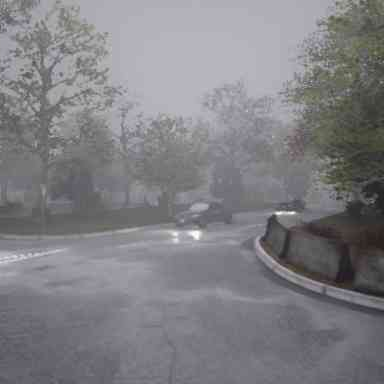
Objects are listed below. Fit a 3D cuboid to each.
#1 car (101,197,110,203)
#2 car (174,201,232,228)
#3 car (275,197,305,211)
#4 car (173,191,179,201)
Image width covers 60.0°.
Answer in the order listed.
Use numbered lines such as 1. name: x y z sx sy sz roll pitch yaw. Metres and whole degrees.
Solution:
1. car: -20.779 1.795 74.162 4.718 1.301 1.895 -2 -1 27
2. car: 0.817 1.325 20.520 1.812 1.442 4.674 -3 -1 36
3. car: 9.858 1.163 33.287 1.994 1.385 4.181 -3 -1 35
4. car: -4.231 0.905 61.636 2.150 2.045 5.566 0 -1 -28
